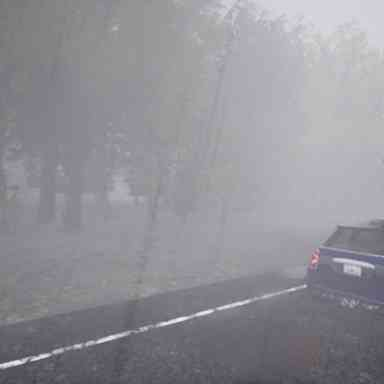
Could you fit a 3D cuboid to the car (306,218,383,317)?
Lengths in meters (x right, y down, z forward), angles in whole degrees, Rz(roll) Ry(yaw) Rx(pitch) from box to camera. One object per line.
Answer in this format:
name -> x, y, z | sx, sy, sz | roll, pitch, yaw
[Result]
car -> 4.481, 1.358, 6.943 | 4.553, 1.767, 2.097 | 0, 0, -36
